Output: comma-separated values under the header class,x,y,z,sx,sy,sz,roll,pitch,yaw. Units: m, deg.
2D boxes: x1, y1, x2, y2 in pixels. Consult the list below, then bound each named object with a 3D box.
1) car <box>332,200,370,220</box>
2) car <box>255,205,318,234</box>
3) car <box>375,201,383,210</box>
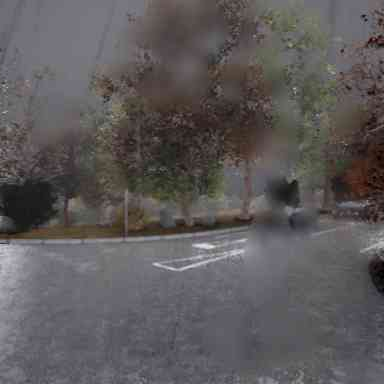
class,x,y,z,sx,sy,sz,roll,pitch,yaw
car,13.385,1.477,27.906,1.837,1.490,4.892,-1,0,43
car,5.687,1.543,19.781,1.882,1.535,5.008,-1,-1,44
car,22.171,1.360,37.265,2.033,1.411,5.357,-1,0,43
